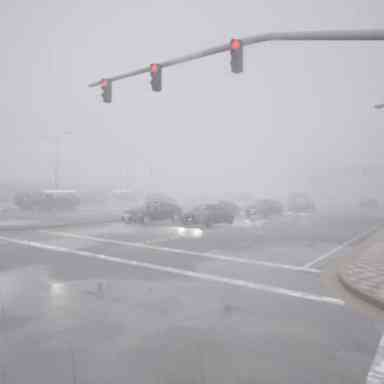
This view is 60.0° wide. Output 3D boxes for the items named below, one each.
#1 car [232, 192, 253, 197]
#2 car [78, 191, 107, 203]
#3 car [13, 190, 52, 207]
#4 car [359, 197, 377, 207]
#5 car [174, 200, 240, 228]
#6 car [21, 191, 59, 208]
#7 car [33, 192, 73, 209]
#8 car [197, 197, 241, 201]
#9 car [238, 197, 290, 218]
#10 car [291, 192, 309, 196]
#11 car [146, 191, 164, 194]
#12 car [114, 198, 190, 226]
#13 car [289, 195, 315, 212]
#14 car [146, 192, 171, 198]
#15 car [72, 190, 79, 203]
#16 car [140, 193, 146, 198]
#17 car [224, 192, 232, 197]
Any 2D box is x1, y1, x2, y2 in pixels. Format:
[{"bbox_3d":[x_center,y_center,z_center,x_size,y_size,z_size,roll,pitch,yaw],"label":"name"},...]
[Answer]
[{"bbox_3d":[10.092,0.884,63.398,1.932,1.855,4.605,1,0,37],"label":"car"},{"bbox_3d":[-18.404,0.688,62.760,1.932,1.855,4.605,1,0,37],"label":"car"},{"bbox_3d":[-22.928,0.749,47.359,1.932,1.855,4.605,1,0,37],"label":"car"},{"bbox_3d":[26.581,1.490,50.132,1.994,1.385,4.181,1,0,36],"label":"car"},{"bbox_3d":[1.066,1.481,21.760,1.994,1.385,4.181,1,0,36],"label":"car"},{"bbox_3d":[-20.746,0.984,45.801,1.784,1.438,3.905,1,0,37],"label":"car"},{"bbox_3d":[-18.422,1.042,44.075,1.970,1.475,3.806,1,0,37],"label":"car"},{"bbox_3d":[2.610,1.444,29.750,1.994,1.385,4.181,1,0,36],"label":"car"},{"bbox_3d":[6.331,1.403,28.898,2.128,1.511,4.902,1,0,36],"label":"car"},{"bbox_3d":[14.907,1.088,46.339,2.150,2.045,5.566,1,0,34],"label":"car"},{"bbox_3d":[-7.974,0.680,76.838,1.905,1.878,3.866,1,0,37],"label":"car"},{"bbox_3d":[-2.651,1.377,22.616,2.128,1.511,4.902,1,0,36],"label":"car"},{"bbox_3d":[12.204,1.431,36.838,1.812,1.442,4.674,1,0,36],"label":"car"},{"bbox_3d":[-4.787,1.086,52.759,1.970,1.475,3.806,1,0,37],"label":"car"},{"bbox_3d":[-20.692,0.872,64.540,1.784,1.438,3.905,1,0,37],"label":"car"},{"bbox_3d":[-10.293,0.893,78.574,1.970,1.475,3.806,1,0,37],"label":"car"},{"bbox_3d":[7.801,0.860,65.167,1.905,1.878,3.866,1,0,37],"label":"car"}]
